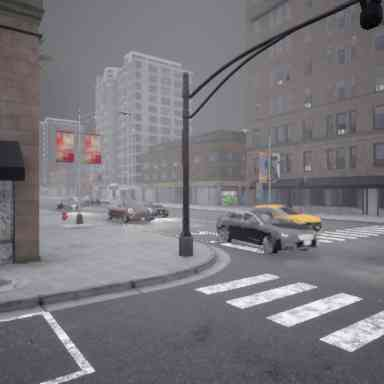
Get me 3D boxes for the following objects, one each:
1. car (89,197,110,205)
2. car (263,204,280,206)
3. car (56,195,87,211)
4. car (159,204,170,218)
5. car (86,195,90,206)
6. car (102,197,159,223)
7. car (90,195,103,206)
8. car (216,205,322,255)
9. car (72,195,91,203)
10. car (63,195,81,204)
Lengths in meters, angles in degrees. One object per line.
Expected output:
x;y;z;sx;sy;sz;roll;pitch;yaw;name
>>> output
-16.184;1.507;57.994;1.895;1.301;4.718;0;0;-36;car
4.580;1.459;18.190;1.882;1.535;5.008;0;0;-39;car
-14.297;1.435;38.409;2.128;1.511;4.902;0;0;-36;car
-3.729;1.524;29.298;1.994;1.385;4.181;0;0;-36;car
-16.500;1.453;47.096;1.812;1.442;4.674;0;0;-35;car
-4.752;1.322;25.162;2.097;1.767;4.553;0;0;-36;car
-16.077;1.270;52.297;2.097;1.767;4.553;0;0;-36;car
2.839;1.483;13.622;2.128;1.511;4.902;0;0;-28;car
-22.086;1.436;66.170;2.033;1.411;5.357;0;0;-36;car
-21.750;1.407;60.159;1.837;1.490;4.892;0;0;-36;car
